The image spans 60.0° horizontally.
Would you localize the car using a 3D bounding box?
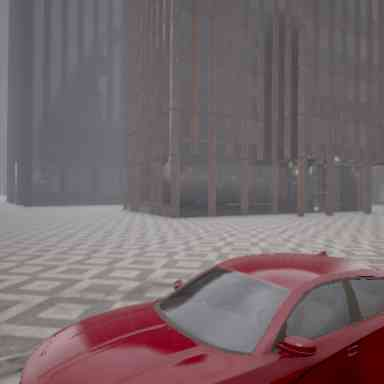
[{"bbox_3d":[0.896,1.484,3.643,5.008,1.535,1.882,0,0,-31],"label":"car"}]
